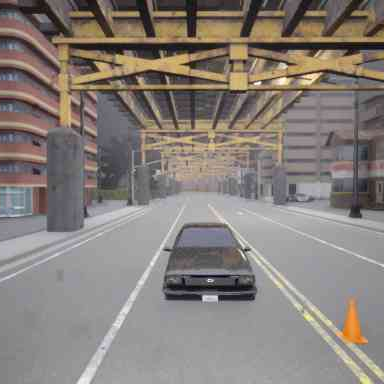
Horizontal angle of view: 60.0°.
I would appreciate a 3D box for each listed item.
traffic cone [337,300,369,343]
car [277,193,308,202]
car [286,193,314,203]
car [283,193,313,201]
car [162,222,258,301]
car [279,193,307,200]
[{"bbox_3d":[2.455,1.949,5.097,0.340,0.580,0.340,0,0,0],"label":"traffic cone"},{"bbox_3d":[17.830,0.959,58.970,4.974,1.542,2.038,0,1,25],"label":"car"},{"bbox_3d":[17.481,1.006,54.813,4.974,1.542,2.038,0,1,-20],"label":"car"},{"bbox_3d":[17.530,0.849,54.829,4.536,1.218,1.853,0,1,-20],"label":"car"},{"bbox_3d":[0.364,1.533,8.705,2.033,1.411,5.357,0,0,1],"label":"car"},{"bbox_3d":[17.878,0.802,58.946,4.536,1.218,1.853,0,1,25],"label":"car"}]
